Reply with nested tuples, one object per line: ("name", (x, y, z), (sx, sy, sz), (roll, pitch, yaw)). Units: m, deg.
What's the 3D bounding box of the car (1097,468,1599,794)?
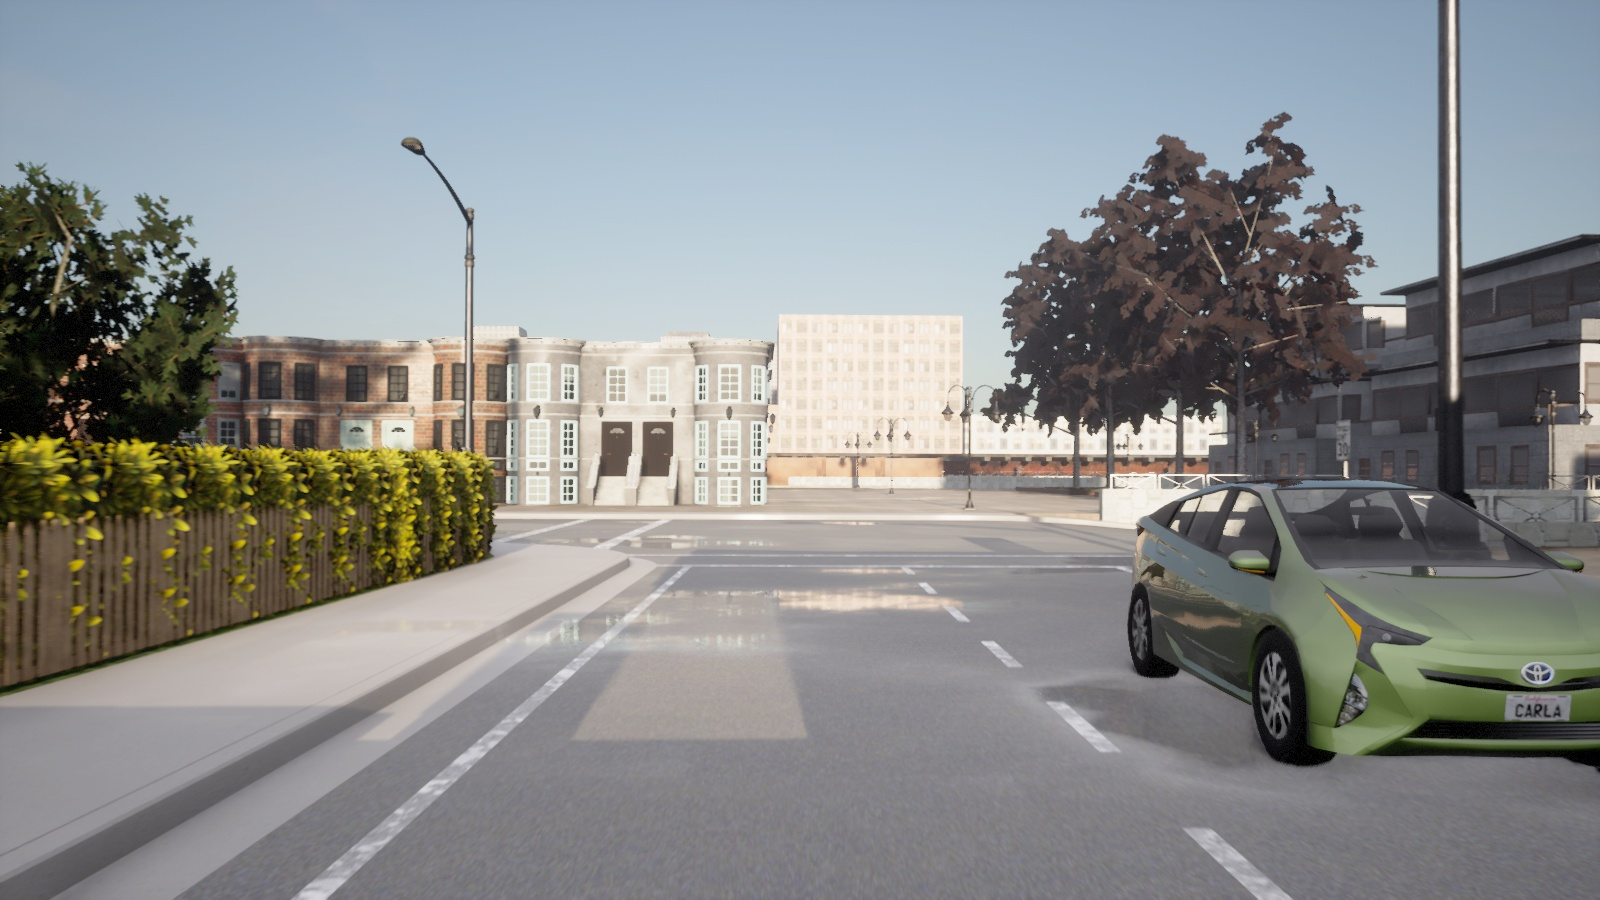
("car", (3.479, 0.884, 8.168), (2.007, 1.525, 4.514), (0, -1, 0))
